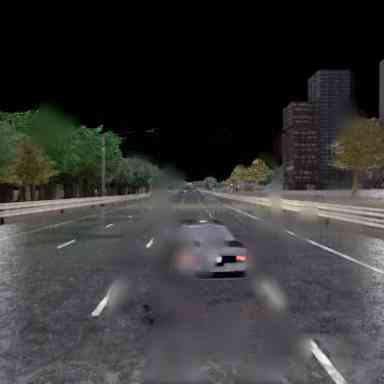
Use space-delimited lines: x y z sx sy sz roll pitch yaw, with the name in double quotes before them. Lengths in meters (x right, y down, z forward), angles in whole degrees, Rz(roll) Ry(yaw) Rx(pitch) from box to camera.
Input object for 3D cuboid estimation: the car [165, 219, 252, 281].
"car" 0.258 1.505 9.740 2.033 1.411 5.357 0 0 -6
